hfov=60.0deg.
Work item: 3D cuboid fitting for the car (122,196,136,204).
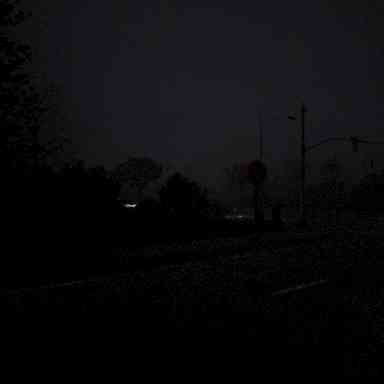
[{"bbox_3d":[-10.882,1.323,55.415,1.994,1.385,4.181,0,1,-31],"label":"car"}]

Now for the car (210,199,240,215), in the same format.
[{"bbox_3d":[2.812,1.489,33.610,2.128,1.511,4.902,0,0,-32],"label":"car"}]
